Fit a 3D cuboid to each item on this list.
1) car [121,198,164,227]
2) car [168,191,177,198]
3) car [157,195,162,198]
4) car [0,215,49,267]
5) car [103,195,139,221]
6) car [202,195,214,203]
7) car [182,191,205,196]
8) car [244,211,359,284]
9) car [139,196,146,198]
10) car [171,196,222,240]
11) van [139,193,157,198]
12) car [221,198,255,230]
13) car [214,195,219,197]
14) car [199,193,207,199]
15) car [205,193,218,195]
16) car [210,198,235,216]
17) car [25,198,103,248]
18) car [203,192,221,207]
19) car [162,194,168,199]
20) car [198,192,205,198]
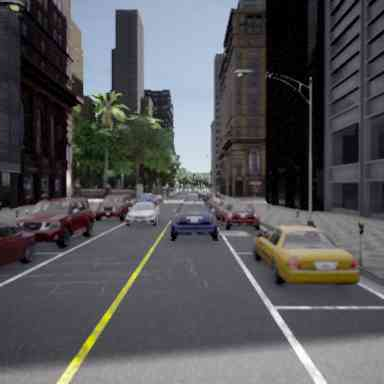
[{"bbox_3d":[-3.085,1.375,21.791,1.812,1.442,4.674,0,0,0],"label":"car"},{"bbox_3d":[-5.758,0.940,89.699,2.008,1.369,4.403,0,0,0],"label":"car"},{"bbox_3d":[-5.763,1.125,46.988,1.967,1.590,4.097,0,0,0],"label":"car"},{"bbox_3d":[-5.765,1.518,9.007,1.802,1.307,4.206,0,0,0],"label":"car"},{"bbox_3d":[-5.765,1.141,25.283,2.192,1.841,5.009,0,0,0],"label":"car"},{"bbox_3d":[2.764,1.179,57.822,1.947,1.339,4.313,0,0,0],"label":"car"},{"bbox_3d":[0.103,1.088,39.360,2.097,1.767,4.553,0,0,0],"label":"car"},{"bbox_3d":[2.760,1.460,9.167,1.752,1.417,4.829,0,0,0],"label":"car"},{"bbox_3d":[-5.764,1.336,30.710,1.887,1.381,4.507,0,0,0],"label":"car"},{"bbox_3d":[0.102,1.236,16.436,2.097,1.767,4.553,0,0,0],"label":"car"},{"bbox_3d":[-5.764,1.062,41.561,1.690,1.788,3.998,0,0,0],"label":"van"},{"bbox_3d":[2.760,1.303,19.846,1.967,1.590,4.097,0,0,0],"label":"car"},{"bbox_3d":[2.760,1.267,25.271,1.967,1.590,4.097,0,0,0],"label":"car"},{"bbox_3d":[2.766,0.994,84.258,1.947,1.339,4.313,0,0,0],"label":"car"},{"bbox_3d":[2.762,1.245,41.717,1.752,1.417,4.829,0,0,0],"label":"car"},{"bbox_3d":[2.760,1.336,30.697,1.887,1.381,4.507,0,0,0],"label":"car"},{"bbox_3d":[-5.766,1.214,14.431,2.192,1.841,5.009,0,0,0],"label":"car"},{"bbox_3d":[2.762,1.001,46.970,2.192,1.841,5.009,0,0,0],"label":"car"},{"bbox_3d":[-5.761,1.195,57.841,1.802,1.307,4.206,0,0,0],"label":"car"},{"bbox_3d":[2.768,0.874,95.269,1.752,1.417,4.829,0,0,0],"label":"car"}]
